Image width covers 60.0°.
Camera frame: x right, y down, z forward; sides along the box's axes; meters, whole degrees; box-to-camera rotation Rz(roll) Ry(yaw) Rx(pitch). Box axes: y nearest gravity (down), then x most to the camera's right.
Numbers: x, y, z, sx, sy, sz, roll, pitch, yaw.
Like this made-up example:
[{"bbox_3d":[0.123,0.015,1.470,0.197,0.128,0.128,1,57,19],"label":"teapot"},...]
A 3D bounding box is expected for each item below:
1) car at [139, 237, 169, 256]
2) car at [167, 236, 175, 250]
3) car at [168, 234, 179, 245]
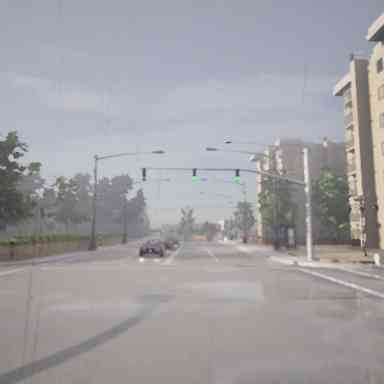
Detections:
[{"bbox_3d":[-3.489,4.985,29.821,1.994,1.385,4.181,0,-7,0],"label":"car"},{"bbox_3d":[-3.442,6.343,40.763,1.895,1.301,4.718,0,-7,1],"label":"car"},{"bbox_3d":[-3.362,7.831,55.148,2.097,1.767,4.553,0,-7,1],"label":"car"}]
